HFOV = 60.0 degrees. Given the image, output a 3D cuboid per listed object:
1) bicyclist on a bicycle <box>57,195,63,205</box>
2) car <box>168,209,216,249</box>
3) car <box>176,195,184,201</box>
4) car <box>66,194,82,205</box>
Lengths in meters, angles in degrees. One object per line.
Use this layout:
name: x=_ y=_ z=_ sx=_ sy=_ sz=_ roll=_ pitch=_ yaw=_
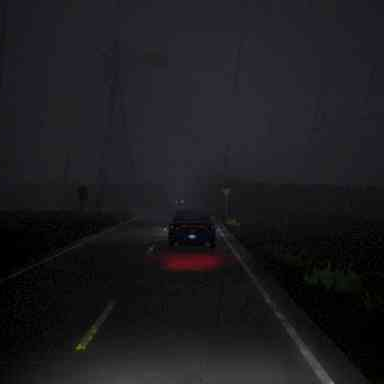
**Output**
bicyclist on a bicycle: x=-20.673 y=1.321 z=51.859 sx=0.582 sy=1.620 sz=1.656 roll=0 pitch=0 yaw=24
car: x=0.000 y=1.484 z=14.650 sx=1.882 sy=1.535 sz=5.008 roll=0 pitch=0 yaw=0
car: x=-3.200 y=1.517 z=84.748 sx=1.812 sy=1.442 sz=4.674 roll=0 pitch=0 yaw=0
car: x=-17.222 y=1.216 z=48.586 sx=1.905 sy=1.878 sz=3.866 roll=0 pitch=0 yaw=-31
